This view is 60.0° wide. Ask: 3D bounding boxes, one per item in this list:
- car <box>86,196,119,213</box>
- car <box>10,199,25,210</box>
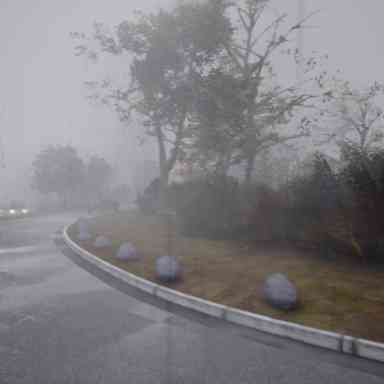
[{"bbox_3d":[-11.256,1.458,42.043,2.150,2.045,5.566,0,1,12],"label":"car"},{"bbox_3d":[-25.850,1.784,49.424,1.837,1.490,4.892,0,0,-28],"label":"car"}]
